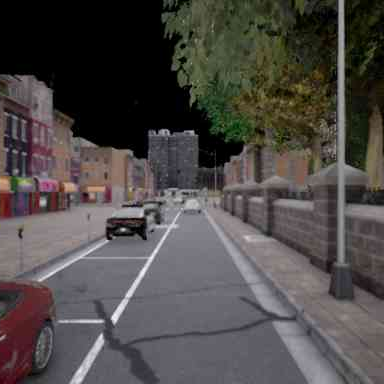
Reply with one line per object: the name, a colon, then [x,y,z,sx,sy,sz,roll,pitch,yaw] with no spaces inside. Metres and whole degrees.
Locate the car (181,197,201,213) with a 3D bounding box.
car: [0.026,1.557,36.825,1.812,1.442,4.674,0,0,0]

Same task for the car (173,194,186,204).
car: [-2.649,1.589,63.799,1.752,1.417,4.829,0,0,0]

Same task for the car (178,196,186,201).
car: [-2.653,1.668,91.229,1.947,1.339,4.313,0,0,0]

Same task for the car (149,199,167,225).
car: [-3.024,1.523,24.032,1.837,1.490,4.892,0,0,0]

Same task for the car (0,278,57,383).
car: [-2.640,1.584,2.983,1.802,1.307,4.206,0,0,0]

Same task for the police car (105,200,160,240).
police car: [-3.012,1.438,17.142,1.930,1.638,5.238,0,0,0]
